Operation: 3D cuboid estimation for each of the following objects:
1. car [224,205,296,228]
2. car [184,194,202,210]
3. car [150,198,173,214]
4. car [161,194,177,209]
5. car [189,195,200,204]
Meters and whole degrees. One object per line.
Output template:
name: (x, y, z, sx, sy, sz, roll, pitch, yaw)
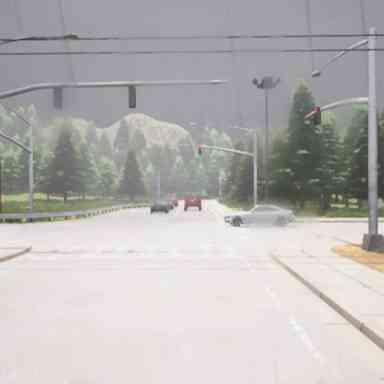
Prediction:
car: (4.497, 1.580, 22.227, 4.674, 1.442, 1.812, 0, 0, 1)
car: (0.108, 1.330, 44.740, 2.150, 2.045, 5.566, 0, 0, 0)
car: (-3.572, 1.712, 37.566, 1.895, 1.301, 4.718, 0, 0, 0)
car: (-3.554, 1.480, 44.688, 2.097, 1.767, 4.553, 0, 0, 0)
car: (0.580, 1.525, 71.834, 2.097, 1.767, 4.553, 0, 0, 2)
